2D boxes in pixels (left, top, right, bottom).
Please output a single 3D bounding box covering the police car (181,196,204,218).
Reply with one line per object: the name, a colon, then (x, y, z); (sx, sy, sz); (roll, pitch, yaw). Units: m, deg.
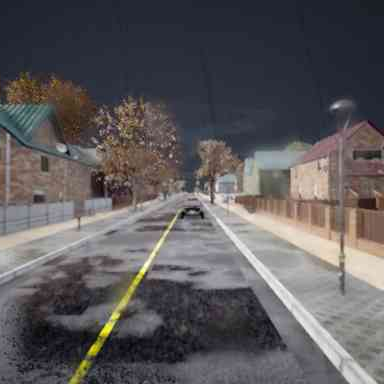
police car: (0.053, 1.401, 28.604); (2.038, 1.542, 4.974); (0, 0, 0)
